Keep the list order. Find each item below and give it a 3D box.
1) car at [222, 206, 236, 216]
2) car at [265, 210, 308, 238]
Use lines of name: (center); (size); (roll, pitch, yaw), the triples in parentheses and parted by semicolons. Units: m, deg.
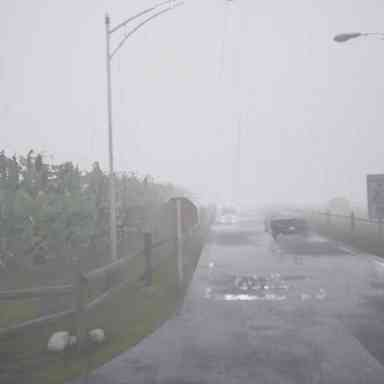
car: (5.255, 2.642, 47.699); (1.895, 1.301, 4.718); (-2, -1, 5)
car: (5.520, 1.816, 19.969); (1.882, 1.535, 5.008); (-2, -1, 6)
